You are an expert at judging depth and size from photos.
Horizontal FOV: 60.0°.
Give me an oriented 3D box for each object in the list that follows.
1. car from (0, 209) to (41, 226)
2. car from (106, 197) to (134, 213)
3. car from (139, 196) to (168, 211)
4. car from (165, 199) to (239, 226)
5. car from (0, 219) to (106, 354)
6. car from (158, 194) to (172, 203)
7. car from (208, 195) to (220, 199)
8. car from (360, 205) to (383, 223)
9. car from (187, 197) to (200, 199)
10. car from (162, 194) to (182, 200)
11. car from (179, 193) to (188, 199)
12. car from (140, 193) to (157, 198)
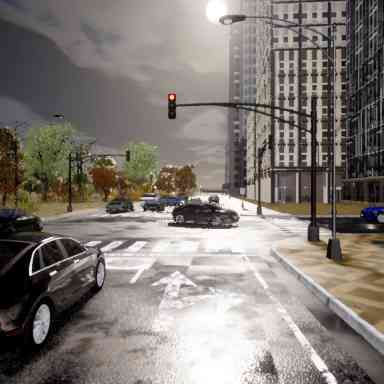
[{"bbox_3d":[-9.347,1.560,16.725,1.994,1.385,4.181,0,0,3],"label":"car"},{"bbox_3d":[-7.940,1.343,36.861,2.097,1.767,4.553,0,0,5],"label":"car"},{"bbox_3d":[-4.487,1.556,39.287,1.994,1.385,4.181,0,0,4],"label":"car"},{"bbox_3d":[0.823,1.462,22.794,4.892,1.490,1.837,0,2,36],"label":"car"},{"bbox_3d":[-3.023,1.504,6.175,1.837,1.490,4.892,0,0,1],"label":"car"},{"bbox_3d":[-5.397,1.352,67.628,2.097,1.767,4.553,0,0,5],"label":"car"},{"bbox_3d":[4.085,1.351,62.460,2.097,1.767,4.553,0,0,5],"label":"car"},{"bbox_3d":[14.356,1.319,22.991,5.008,1.535,1.882,0,0,5],"label":"car"},{"bbox_3d":[0.743,1.598,61.441,1.895,1.301,4.718,0,0,5],"label":"car"},{"bbox_3d":[-3.225,1.472,54.955,1.882,1.535,5.008,0,0,5],"label":"car"},{"bbox_3d":[-1.941,1.221,69.901,2.150,2.045,5.566,0,0,5],"label":"car"},{"bbox_3d":[-6.717,1.211,52.206,2.150,2.045,5.566,0,0,4],"label":"car"}]
